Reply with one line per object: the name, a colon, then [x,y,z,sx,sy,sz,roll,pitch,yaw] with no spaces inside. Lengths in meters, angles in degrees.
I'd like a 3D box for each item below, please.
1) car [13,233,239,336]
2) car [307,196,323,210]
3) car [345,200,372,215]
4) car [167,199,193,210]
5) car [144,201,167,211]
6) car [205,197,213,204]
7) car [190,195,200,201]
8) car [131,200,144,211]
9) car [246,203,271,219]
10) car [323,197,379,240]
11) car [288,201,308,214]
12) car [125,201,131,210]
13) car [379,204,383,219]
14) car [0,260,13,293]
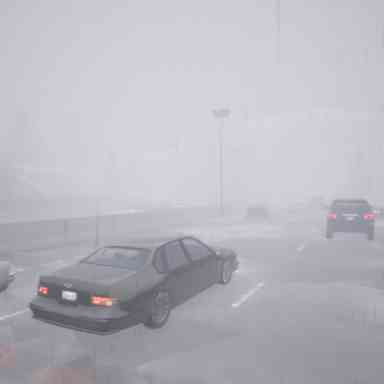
car: [-0.692,1.625,7.241,2.033,1.411,5.357,-1,-1,28]
car: [18.583,1.618,49.920,2.150,2.045,5.566,0,-1,11]
car: [19.626,1.763,39.486,1.882,1.535,5.008,0,0,15]
car: [-1.316,1.970,43.258,1.812,1.442,4.674,0,-1,16]
car: [-4.291,1.977,45.601,2.128,1.511,4.902,0,-1,15]
car: [4.312,2.118,84.432,1.882,1.535,5.008,0,-1,0]
car: [0.768,1.859,86.594,2.150,2.045,5.566,0,-1,-2]
car: [-6.831,2.018,49.619,1.882,1.535,5.008,0,-1,14]
car: [6.553,1.768,32.516,1.882,1.535,5.008,0,0,19]
car: [8.510,1.356,18.113,2.150,2.045,5.566,0,-1,23]
car: [12.725,1.937,40.582,1.895,1.301,4.718,0,-1,15]
car: [-9.271,2.094,54.431,2.128,1.511,4.902,0,-1,13]
car: [16.175,1.720,28.476,1.812,1.442,4.674,-1,-1,20]
car: [-5.696,1.692,5.671,1.895,1.301,4.718,-1,-1,30]
